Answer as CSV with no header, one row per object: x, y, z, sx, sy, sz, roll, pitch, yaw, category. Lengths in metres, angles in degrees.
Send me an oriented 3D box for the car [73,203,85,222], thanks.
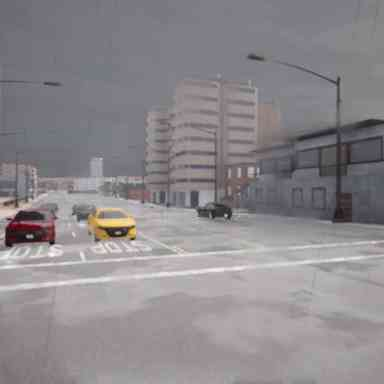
-9.014,1.855,29.013,1.994,1.385,4.181,0,-1,-22,car

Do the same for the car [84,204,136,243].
-4.178,1.555,16.953,1.882,1.535,5.008,0,0,-22,car

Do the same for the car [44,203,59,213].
-20.801,2.325,49.233,1.994,1.385,4.181,0,-1,-22,car

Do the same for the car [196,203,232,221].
1.922,1.762,30.236,1.837,1.490,4.892,0,-1,-22,car

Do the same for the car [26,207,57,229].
-10.921,1.810,24.355,1.895,1.301,4.718,0,-1,-22,car

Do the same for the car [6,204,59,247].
-7.394,1.545,15.578,1.882,1.535,5.008,0,-1,-22,car
